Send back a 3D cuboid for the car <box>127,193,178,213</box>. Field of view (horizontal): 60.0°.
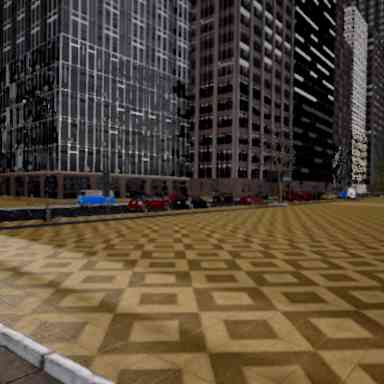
[{"bbox_3d":[-3.584,0.938,29.074,1.967,1.590,4.097,2,2,41],"label":"car"}]

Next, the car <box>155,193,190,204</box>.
[{"bbox_3d":[-2.527,0.806,43.259,1.887,1.381,4.507,2,2,41],"label":"car"}]

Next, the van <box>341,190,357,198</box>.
[{"bbox_3d":[33.663,0.505,72.071,1.690,1.788,3.998,2,2,41],"label":"van"}]

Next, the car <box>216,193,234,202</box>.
[{"bbox_3d":[4.946,0.761,51.837,1.947,1.339,4.313,2,2,41],"label":"car"}]

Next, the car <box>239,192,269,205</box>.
[{"bbox_3d":[7.522,0.977,42.032,1.802,1.307,4.206,2,2,41],"label":"car"}]

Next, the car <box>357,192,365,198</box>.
[{"bbox_3d":[37.393,0.682,76.368,2.008,1.369,4.403,2,2,41],"label":"car"}]

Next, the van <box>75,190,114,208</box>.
[{"bbox_3d":[-10.075,0.667,34.745,1.690,1.788,3.998,2,2,41],"label":"van"}]

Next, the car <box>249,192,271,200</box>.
[{"bbox_3d":[12.414,0.694,60.421,1.947,1.339,4.313,2,2,41],"label":"car"}]

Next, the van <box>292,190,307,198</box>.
[{"bbox_3d":[23.620,0.370,73.292,1.690,1.788,3.998,2,2,41],"label":"van"}]

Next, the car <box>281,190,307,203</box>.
[{"bbox_3d":[14.994,0.644,50.610,2.192,1.841,5.009,2,2,41],"label":"car"}]

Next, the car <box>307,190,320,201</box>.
[{"bbox_3d":[18.728,0.611,54.902,2.192,1.841,5.009,2,2,41],"label":"car"}]

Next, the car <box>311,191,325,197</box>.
[{"bbox_3d":[31.084,0.530,81.882,1.947,1.339,4.313,2,2,41],"label":"car"}]

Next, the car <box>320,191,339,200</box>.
[{"bbox_3d":[26.304,0.754,63.619,1.752,1.417,4.829,2,2,41],"label":"car"}]

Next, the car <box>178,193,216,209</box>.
[{"bbox_3d":[0.105,1.029,33.405,1.947,1.339,4.313,2,2,41],"label":"car"}]
